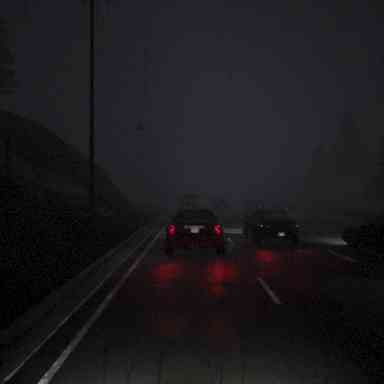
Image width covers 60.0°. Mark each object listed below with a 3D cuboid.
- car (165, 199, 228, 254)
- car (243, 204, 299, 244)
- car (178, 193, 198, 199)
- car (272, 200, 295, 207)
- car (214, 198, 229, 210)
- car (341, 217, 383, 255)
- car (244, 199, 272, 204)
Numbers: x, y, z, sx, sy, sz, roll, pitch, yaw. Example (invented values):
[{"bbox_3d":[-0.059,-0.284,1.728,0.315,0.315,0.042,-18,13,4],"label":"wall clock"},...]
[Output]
[{"bbox_3d":[0.099,1.346,13.569,2.097,1.767,4.553,0,0,0],"label":"car"},{"bbox_3d":[3.598,1.518,15.651,1.812,1.442,4.674,0,0,0],"label":"car"},{"bbox_3d":[-0.582,1.200,45.277,2.150,2.045,5.566,1,0,-10],"label":"car"},{"bbox_3d":[10.534,1.583,39.281,1.895,1.301,4.718,0,0,-2],"label":"car"},{"bbox_3d":[3.397,1.472,41.415,2.128,1.511,4.902,0,0,-4],"label":"car"},{"bbox_3d":[7.099,1.542,11.349,2.033,1.411,5.357,0,0,0],"label":"car"},{"bbox_3d":[7.078,1.530,37.734,2.033,1.411,5.357,0,0,-1],"label":"car"}]
